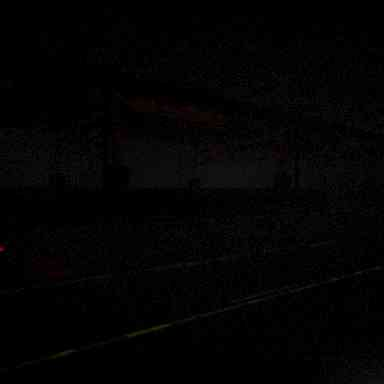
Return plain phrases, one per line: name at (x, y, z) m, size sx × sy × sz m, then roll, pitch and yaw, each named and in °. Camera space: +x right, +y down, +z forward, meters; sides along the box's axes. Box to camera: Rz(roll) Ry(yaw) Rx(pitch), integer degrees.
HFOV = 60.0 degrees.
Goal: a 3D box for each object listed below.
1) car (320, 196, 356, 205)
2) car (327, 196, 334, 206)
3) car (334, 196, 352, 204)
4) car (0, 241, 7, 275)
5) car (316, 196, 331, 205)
car at (23.784, 1.372, 54.272) m, size 4.974 × 1.542 × 2.038 m, roll 0°, pitch 0°, yaw -7°
car at (19.872, 1.381, 50.513) m, size 2.038 × 1.542 × 4.974 m, roll 0°, pitch 0°, yaw 18°
car at (23.732, 1.215, 54.265) m, size 4.536 × 1.218 × 1.853 m, roll 0°, pitch 0°, yaw -7°
car at (-6.712, 1.566, 7.774) m, size 4.181 × 1.385 × 1.994 m, roll 0°, pitch 0°, yaw -34°
car at (19.888, 1.223, 50.563) m, size 1.853 × 1.218 × 4.536 m, roll 0°, pitch 0°, yaw 18°
